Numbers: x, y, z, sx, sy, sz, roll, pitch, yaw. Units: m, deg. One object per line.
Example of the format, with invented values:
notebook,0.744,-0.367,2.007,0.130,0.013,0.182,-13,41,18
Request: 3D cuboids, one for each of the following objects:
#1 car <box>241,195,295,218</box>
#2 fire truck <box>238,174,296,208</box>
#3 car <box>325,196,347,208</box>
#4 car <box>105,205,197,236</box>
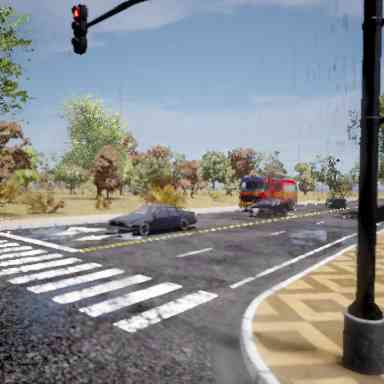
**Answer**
car,6.588,1.323,28.454,2.128,1.511,4.902,2,2,38
fire truck,8.265,0.094,35.654,2.891,3.827,8.468,2,1,38
car,19.197,1.316,44.327,2.128,1.511,4.902,2,1,38
car,-1.924,1.393,17.641,2.033,1.411,5.357,2,1,38
